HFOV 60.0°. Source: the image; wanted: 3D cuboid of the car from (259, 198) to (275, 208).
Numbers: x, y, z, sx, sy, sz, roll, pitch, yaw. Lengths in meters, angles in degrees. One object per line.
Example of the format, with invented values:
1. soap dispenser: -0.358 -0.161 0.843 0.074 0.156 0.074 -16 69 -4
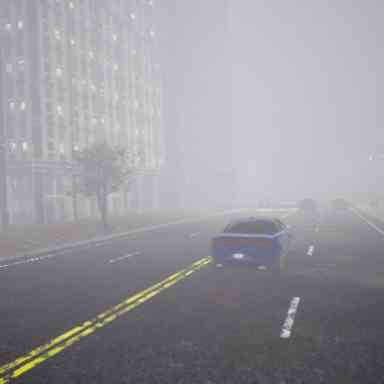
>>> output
1. car: 11.615 1.674 51.516 2.128 1.511 4.902 -2 -1 23

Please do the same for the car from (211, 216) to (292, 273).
1. car: 2.166 1.527 11.040 1.882 1.535 5.008 -2 -1 22

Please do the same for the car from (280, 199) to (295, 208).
1. car: 14.489 1.678 49.961 1.895 1.301 4.718 -2 -1 23

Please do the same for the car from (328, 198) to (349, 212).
1. car: 16.054 1.365 36.374 1.882 1.535 5.008 -2 -1 22

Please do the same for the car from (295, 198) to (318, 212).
1. car: 13.636 1.466 39.010 1.882 1.535 5.008 -2 -1 22

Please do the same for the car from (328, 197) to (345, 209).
1. car: 19.429 1.436 44.765 1.994 1.385 4.181 -2 -1 23
